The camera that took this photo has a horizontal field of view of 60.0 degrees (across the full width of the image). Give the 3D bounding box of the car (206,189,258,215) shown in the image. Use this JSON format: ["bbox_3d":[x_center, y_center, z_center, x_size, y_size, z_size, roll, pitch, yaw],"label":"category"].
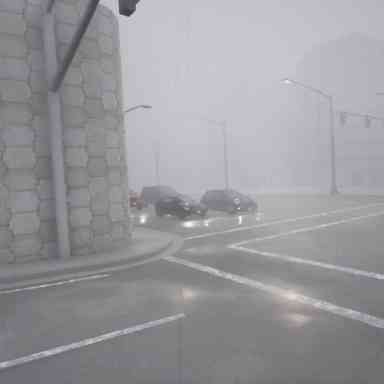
[{"bbox_3d":[2.548,0.564,24.002,2.097,1.767,4.553,-5,3,-35],"label":"car"}]

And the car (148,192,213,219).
[{"bbox_3d":[-0.919,0.971,22.882,1.812,1.442,4.674,-5,3,-35],"label":"car"}]

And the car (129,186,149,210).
[{"bbox_3d":[-6.533,0.665,30.793,2.150,2.045,5.566,-5,3,-35],"label":"car"}]

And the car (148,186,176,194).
[{"bbox_3d":[-2.991,0.431,31.831,2.150,2.045,5.566,-5,3,-35],"label":"car"}]
